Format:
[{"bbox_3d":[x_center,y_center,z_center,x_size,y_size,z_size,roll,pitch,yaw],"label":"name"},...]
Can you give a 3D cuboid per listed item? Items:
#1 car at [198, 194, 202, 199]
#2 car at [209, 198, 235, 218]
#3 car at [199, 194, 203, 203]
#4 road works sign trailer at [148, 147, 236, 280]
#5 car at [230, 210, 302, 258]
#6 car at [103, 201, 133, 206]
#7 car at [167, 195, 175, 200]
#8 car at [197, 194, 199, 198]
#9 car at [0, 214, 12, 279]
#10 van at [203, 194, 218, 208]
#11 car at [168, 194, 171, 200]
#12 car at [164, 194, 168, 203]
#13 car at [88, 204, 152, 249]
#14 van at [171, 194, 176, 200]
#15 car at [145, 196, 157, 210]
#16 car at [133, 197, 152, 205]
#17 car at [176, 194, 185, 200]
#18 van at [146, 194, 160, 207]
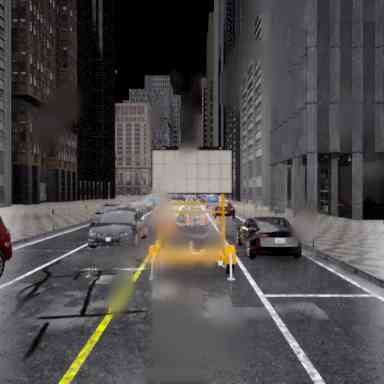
[{"bbox_3d":[2.789,1.573,68.917,1.802,1.307,4.206,0,0,0],"label":"car"},{"bbox_3d":[2.772,1.541,29.432,1.887,1.381,4.507,0,0,0],"label":"car"},{"bbox_3d":[2.786,1.574,63.276,1.802,1.307,4.206,0,0,0],"label":"car"},{"bbox_3d":[0.004,0.463,9.896,2.380,3.560,2.880,0,0,0],"label":"road works sign trailer"},{"bbox_3d":[2.765,1.565,12.510,1.947,1.339,4.313,0,0,0],"label":"car"},{"bbox_3d":[-5.755,1.563,23.790,1.947,1.339,4.313,0,0,0],"label":"car"},{"bbox_3d":[-5.728,1.531,91.480,1.887,1.381,4.507,0,0,0],"label":"car"},{"bbox_3d":[2.791,1.556,74.557,1.947,1.339,4.313,0,0,0],"label":"car"},{"bbox_3d":[-5.764,1.314,6.867,2.192,1.841,5.009,0,0,0],"label":"car"},{"bbox_3d":[2.778,1.336,46.354,1.690,1.788,3.998,0,0,0],"label":"van"},{"bbox_3d":[-5.740,1.307,63.276,2.192,1.841,5.009,0,0,0],"label":"car"},{"bbox_3d":[-5.742,1.433,57.634,1.967,1.590,4.097,0,0,0],"label":"car"},{"bbox_3d":[-3.093,1.503,14.676,1.837,1.490,4.892,0,0,0],"label":"car"},{"bbox_3d":[-5.731,1.329,85.839,1.690,1.788,3.998,0,0,0],"label":"van"},{"bbox_3d":[-5.749,1.521,40.542,1.752,1.417,4.829,0,0,0],"label":"car"},{"bbox_3d":[-5.751,1.547,35.071,2.008,1.369,4.403,0,0,0],"label":"car"},{"bbox_3d":[-2.964,1.551,88.551,1.994,1.385,4.181,0,0,0],"label":"car"},{"bbox_3d":[-5.747,1.336,46.353,1.690,1.788,3.998,0,0,0],"label":"van"}]
